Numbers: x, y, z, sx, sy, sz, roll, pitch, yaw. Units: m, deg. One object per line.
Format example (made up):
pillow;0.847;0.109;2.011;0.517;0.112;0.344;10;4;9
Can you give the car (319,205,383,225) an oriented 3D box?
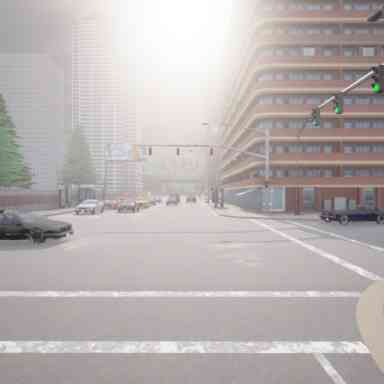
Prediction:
car;11.385;1.545;23.200;4.718;1.301;1.895;0;0;-13

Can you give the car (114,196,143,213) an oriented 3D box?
car;-7.145;1.526;37.770;1.812;1.442;4.674;0;0;0

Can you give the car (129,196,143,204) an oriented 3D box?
car;-10.646;1.505;64.025;1.837;1.490;4.892;0;0;0

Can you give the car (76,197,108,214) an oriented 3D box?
car;-10.655;1.526;34.933;1.812;1.442;4.674;0;0;2

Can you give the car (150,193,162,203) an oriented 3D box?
car;-7.132;1.526;66.812;1.812;1.442;4.674;0;0;0

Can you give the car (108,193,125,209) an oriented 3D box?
car;-10.669;1.352;43.879;2.097;1.767;4.553;0;0;0

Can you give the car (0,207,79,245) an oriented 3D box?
car;-8.256;1.535;14.976;5.357;1.411;2.033;0;0;-1

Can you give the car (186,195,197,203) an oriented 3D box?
car;-0.112;1.350;69.683;2.097;1.767;4.553;0;0;0

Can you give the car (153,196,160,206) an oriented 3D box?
car;-7.175;1.491;56.588;2.128;1.511;4.902;0;0;0

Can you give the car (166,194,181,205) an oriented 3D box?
car;-3.493;1.547;58.193;2.033;1.411;5.357;0;0;0

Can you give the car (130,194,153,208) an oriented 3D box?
car;-7.173;1.477;47.109;1.882;1.535;5.008;0;0;0

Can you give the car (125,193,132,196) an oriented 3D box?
car;-10.679;1.221;53.608;2.150;2.045;5.566;0;0;0
